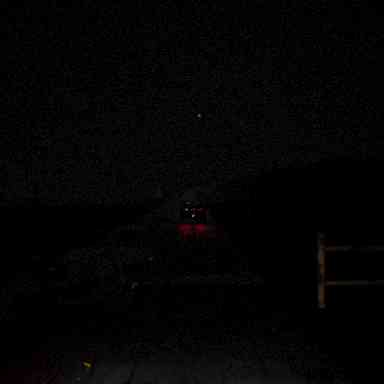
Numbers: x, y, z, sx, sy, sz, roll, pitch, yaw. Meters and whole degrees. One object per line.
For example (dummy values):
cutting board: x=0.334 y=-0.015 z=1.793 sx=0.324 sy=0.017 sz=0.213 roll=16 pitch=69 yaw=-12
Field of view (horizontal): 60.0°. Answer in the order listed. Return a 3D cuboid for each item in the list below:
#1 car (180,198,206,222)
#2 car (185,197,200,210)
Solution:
car: x=0.093 y=1.462 z=25.888 sx=2.128 sy=1.511 sz=4.902 roll=0 pitch=0 yaw=0
car: x=0.088 y=1.475 z=42.788 sx=1.812 sy=1.442 sz=4.674 roll=0 pitch=0 yaw=0
